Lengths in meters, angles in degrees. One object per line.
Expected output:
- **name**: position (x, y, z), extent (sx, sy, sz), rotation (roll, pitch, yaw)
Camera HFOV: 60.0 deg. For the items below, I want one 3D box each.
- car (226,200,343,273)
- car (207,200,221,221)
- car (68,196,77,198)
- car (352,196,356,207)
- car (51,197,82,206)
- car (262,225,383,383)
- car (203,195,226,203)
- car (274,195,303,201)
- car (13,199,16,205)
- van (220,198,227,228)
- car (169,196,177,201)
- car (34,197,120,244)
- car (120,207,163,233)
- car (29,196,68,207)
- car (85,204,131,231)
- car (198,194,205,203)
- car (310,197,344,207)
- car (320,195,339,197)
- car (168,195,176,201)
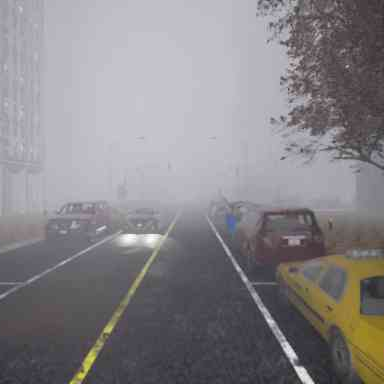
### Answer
- **car**: position (2.551, 1.340, 10.674), extent (2.192, 1.841, 5.009), rotation (-1, 0, 0)
- **car**: position (2.555, 1.629, 27.620), extent (1.947, 1.339, 4.313), rotation (-1, 0, 0)
- **car**: position (-18.287, 1.392, 51.532), extent (4.553, 1.767, 2.097), rotation (0, 1, 0)
- **car**: position (26.221, 1.521, 48.940), extent (5.009, 1.841, 2.192), rotation (0, 1, 0)
- **car**: position (-21.447, 1.589, 56.973), extent (4.403, 1.369, 2.008), rotation (0, 1, 0)
- **car**: position (2.554, 1.537, 5.195), extent (1.752, 1.417, 4.829), rotation (-1, 0, 0)
- **car**: position (2.551, 1.391, 33.270), extent (2.192, 1.841, 5.009), rotation (-1, 0, 0)
- **car**: position (16.563, 1.407, 57.057), extent (5.009, 1.841, 2.192), rotation (0, 1, 0)
- **car**: position (-32.563, 1.463, 56.875), extent (4.097, 1.590, 1.967), rotation (0, 1, 0)
- **van**: position (2.551, 1.378, 16.324), extent (1.690, 1.788, 3.998), rotation (-1, 0, 0)
- **car**: position (-5.324, 1.781, 93.276), extent (1.802, 1.307, 4.206), rotation (-1, 0, 0)
- **car**: position (-5.329, 1.353, 16.291), extent (2.192, 1.841, 5.009), rotation (-1, 0, 0)
- **car**: position (-2.847, 1.610, 20.019), extent (1.994, 1.385, 4.181), rotation (0, 0, 0)
- **car**: position (-21.259, 1.665, 48.834), extent (4.829, 1.417, 1.752), rotation (0, 1, 0)
- **car**: position (-5.326, 1.575, 21.769), extent (1.752, 1.417, 4.829), rotation (-1, 0, 0)
- **car**: position (2.523, 1.738, 71.202), extent (1.802, 1.307, 4.206), rotation (-1, 0, 0)
- **car**: position (20.182, 1.780, 48.929), extent (4.206, 1.307, 1.802), rotation (0, 1, 0)
- **car**: position (22.895, 1.416, 57.071), extent (5.009, 1.841, 2.192), rotation (0, 1, 0)
- **car**: position (-5.326, 1.629, 87.751), extent (1.967, 1.590, 4.097), rotation (-1, 0, 0)
